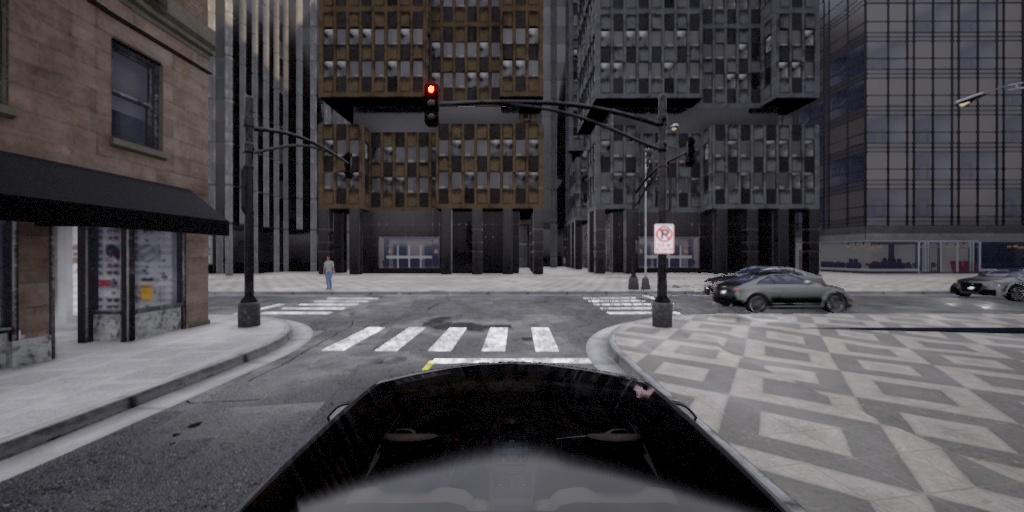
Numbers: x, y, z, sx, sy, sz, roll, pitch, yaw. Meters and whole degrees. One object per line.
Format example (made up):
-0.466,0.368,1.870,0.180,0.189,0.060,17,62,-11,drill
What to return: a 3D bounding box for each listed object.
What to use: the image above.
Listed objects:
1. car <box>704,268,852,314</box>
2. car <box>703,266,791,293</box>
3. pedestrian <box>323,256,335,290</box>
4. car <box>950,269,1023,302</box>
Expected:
9.763,1.286,13.154,4.181,1.385,1.994,0,0,0,car
11.345,1.209,16.304,4.902,1.511,2.128,0,0,0,car
-9.929,0.885,19.486,0.375,1.860,0.375,0,0,0,pedestrian
22.798,1.266,16.228,4.181,1.385,1.994,0,0,1,car
